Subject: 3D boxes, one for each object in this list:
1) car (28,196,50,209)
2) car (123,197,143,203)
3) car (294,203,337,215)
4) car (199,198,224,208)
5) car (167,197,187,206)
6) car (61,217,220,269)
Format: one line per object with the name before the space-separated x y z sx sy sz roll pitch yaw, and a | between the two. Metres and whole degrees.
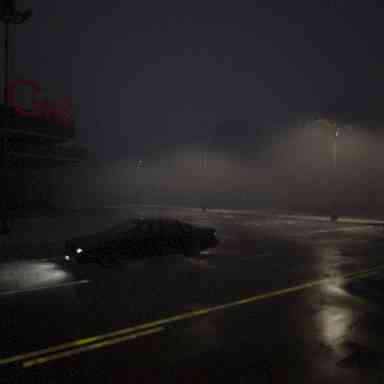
car | -20.930 1.384 45.325 2.242 1.667 4.611 1 0 -35
car | -13.414 1.839 75.483 4.674 1.442 1.812 1 0 -35
car | 14.190 1.924 38.668 1.895 1.301 4.718 1 0 -32
car | 3.194 1.830 54.270 1.837 1.490 4.892 1 0 -36
car | -2.871 1.803 62.697 1.882 1.535 5.008 1 0 -36
car | -1.549 1.598 11.488 5.357 1.411 2.033 1 0 -36
